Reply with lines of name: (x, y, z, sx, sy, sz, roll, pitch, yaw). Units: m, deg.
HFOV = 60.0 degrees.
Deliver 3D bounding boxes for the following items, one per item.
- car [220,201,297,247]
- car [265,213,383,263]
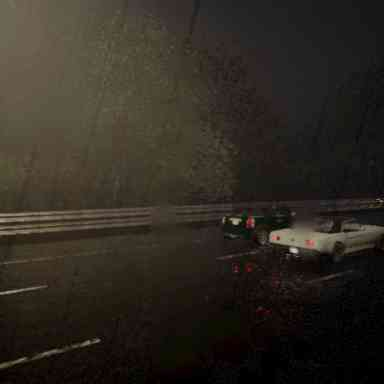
car: (3.492, 1.252, 14.820, 4.553, 1.767, 2.097, -1, 0, -36)
car: (4.976, 1.508, 11.589, 4.718, 1.301, 1.895, -1, 0, -35)
